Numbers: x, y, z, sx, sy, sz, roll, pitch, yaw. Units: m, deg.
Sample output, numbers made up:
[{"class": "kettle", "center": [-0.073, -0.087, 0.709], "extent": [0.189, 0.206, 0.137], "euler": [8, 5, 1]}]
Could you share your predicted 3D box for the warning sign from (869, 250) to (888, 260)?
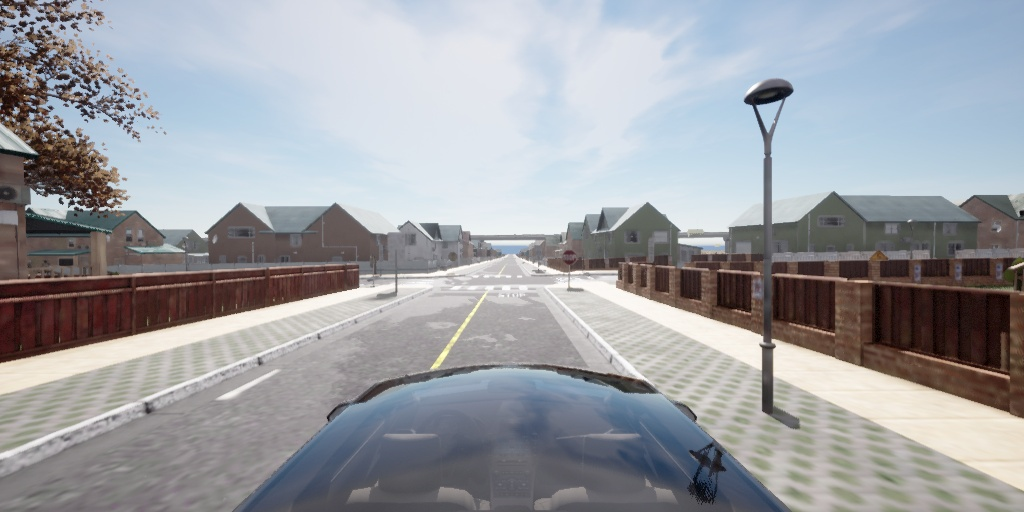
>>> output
[{"class": "warning sign", "center": [25.182, 0.501, 24.592], "extent": [1.060, 1.860, 1.300], "euler": [0, 0, 0]}]
